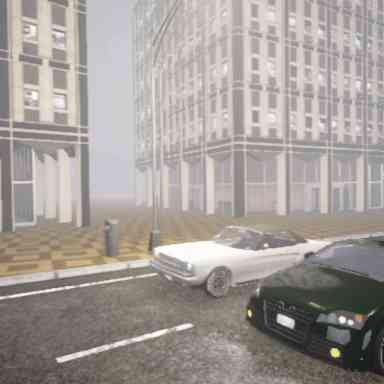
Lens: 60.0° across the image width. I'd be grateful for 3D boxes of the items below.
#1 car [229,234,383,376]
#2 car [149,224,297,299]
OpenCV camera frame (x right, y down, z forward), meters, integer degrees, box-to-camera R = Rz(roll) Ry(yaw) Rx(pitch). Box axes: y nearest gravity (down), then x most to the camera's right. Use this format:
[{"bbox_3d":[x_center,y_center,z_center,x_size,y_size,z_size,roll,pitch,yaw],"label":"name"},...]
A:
[{"bbox_3d":[2.921,1.523,5.486,4.181,1.385,1.994,0,1,-33],"label":"car"},{"bbox_3d":[1.367,1.529,8.373,4.718,1.301,1.895,0,1,-33],"label":"car"}]
